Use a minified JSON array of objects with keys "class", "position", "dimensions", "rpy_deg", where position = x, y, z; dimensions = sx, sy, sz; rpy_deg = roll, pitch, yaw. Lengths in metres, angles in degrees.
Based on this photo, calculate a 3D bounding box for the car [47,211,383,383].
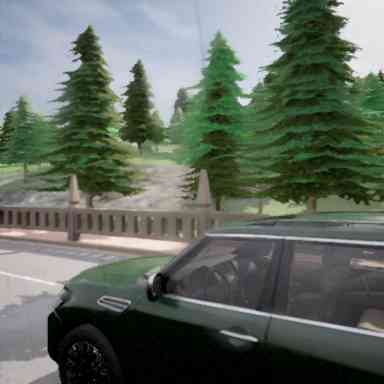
[{"class":"car","position":[1.001,1.210,3.121],"dimensions":[5.566,2.045,2.150],"rpy_deg":[0,0,35]}]
